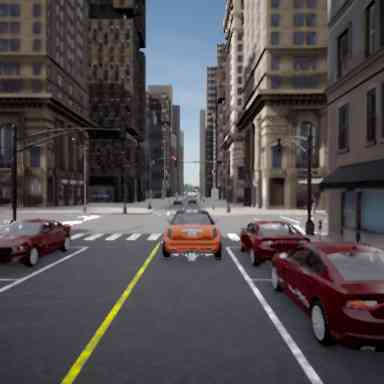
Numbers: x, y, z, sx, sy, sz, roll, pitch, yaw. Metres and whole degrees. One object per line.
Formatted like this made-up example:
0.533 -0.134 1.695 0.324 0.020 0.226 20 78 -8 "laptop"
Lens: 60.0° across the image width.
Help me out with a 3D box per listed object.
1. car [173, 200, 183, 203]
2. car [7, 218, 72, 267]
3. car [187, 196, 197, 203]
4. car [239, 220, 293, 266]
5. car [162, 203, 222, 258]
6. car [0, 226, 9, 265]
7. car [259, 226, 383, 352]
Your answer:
-2.940 2.242 68.875 1.895 1.301 4.718 0 -1 0 "car"
-5.773 1.656 11.865 1.887 1.381 4.507 -1 -1 0 "car"
0.074 2.206 75.574 1.837 1.490 4.892 0 -1 0 "car"
2.752 1.657 11.865 1.887 1.381 4.507 -1 -1 0 "car"
0.019 1.477 13.406 2.097 1.767 4.553 0 -1 0 "car"
-5.773 1.611 6.359 2.008 1.369 4.403 -1 -1 0 "car"
2.752 1.606 6.359 1.887 1.381 4.507 -1 -1 0 "car"
